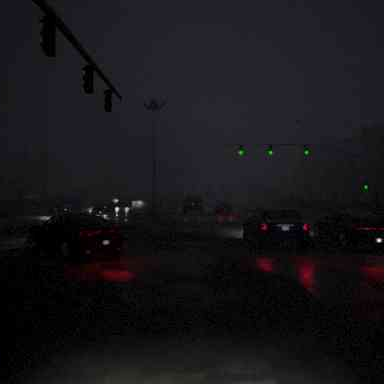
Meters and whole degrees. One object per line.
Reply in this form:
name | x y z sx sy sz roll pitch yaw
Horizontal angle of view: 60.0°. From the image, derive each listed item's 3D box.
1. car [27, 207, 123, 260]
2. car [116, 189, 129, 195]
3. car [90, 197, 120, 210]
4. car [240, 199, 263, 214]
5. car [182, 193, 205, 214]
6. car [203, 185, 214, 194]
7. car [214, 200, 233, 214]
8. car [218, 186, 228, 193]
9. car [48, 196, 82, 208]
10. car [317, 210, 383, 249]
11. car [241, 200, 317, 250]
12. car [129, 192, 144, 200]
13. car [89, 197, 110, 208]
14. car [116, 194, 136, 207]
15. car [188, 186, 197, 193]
car | -4.660 1.550 12.929 5.008 1.535 1.882 0 -1 45
car | -13.922 0.246 66.928 2.097 1.767 4.553 0 6 0
car | -10.578 1.691 40.181 1.882 1.535 5.008 0 0 0
car | 7.097 1.691 40.286 1.882 1.535 5.008 0 0 0
car | 0.096 1.423 37.850 2.150 2.045 5.566 0 0 0
car | 3.615 -0.665 73.631 2.150 2.045 5.566 0 7 0
car | 3.596 1.697 38.666 2.128 1.511 4.902 0 0 0
car | 7.129 -0.636 76.101 1.994 1.385 4.181 0 7 0
car | -14.092 1.424 37.235 2.150 2.045 5.566 0 0 0
car | 7.098 1.589 15.039 1.837 1.490 4.892 0 0 0
car | 3.597 1.435 14.910 2.097 1.767 4.553 0 0 0
car | -10.449 0.764 64.302 1.895 1.301 4.718 0 5 1
car | -14.056 1.563 50.852 1.837 1.490 4.892 0 2 1
car | -10.546 1.526 52.152 1.812 1.442 4.674 0 2 1
car | 0.113 -0.479 73.191 2.097 1.767 4.553 0 7 0
